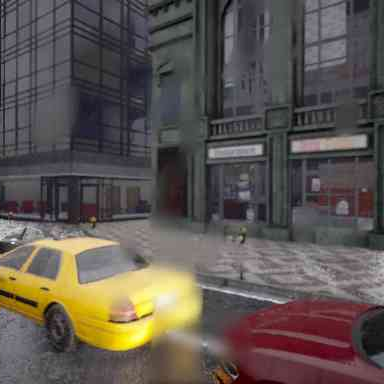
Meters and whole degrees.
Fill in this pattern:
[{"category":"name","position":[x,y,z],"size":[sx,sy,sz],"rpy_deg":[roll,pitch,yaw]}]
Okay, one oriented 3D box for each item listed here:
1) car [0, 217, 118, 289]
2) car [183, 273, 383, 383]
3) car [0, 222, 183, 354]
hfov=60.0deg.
[{"category":"car","position":[-4.458,1.580,9.847],"size":[4.403,1.369,2.008],"rpy_deg":[0,0,36]},{"category":"car","position":[2.545,1.492,2.384],"size":[5.008,1.535,1.882],"rpy_deg":[0,0,34]},{"category":"car","position":[-2.435,1.474,6.107],"size":[5.366,1.575,1.801],"rpy_deg":[0,0,36]}]
